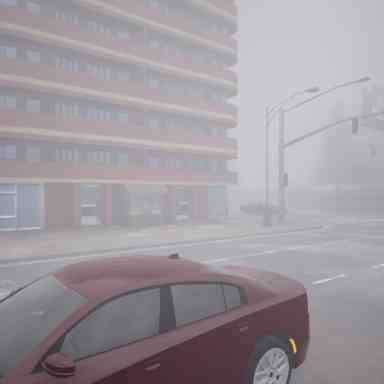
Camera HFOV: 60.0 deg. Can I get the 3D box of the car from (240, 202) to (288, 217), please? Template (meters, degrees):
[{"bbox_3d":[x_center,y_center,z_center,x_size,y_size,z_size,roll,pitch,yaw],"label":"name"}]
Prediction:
[{"bbox_3d":[6.884,1.601,32.055,1.895,1.301,4.718,0,0,-36],"label":"car"}]

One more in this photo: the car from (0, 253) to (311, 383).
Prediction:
[{"bbox_3d":[-0.881,1.478,3.363,5.008,1.535,1.882,0,0,-36],"label":"car"}]
